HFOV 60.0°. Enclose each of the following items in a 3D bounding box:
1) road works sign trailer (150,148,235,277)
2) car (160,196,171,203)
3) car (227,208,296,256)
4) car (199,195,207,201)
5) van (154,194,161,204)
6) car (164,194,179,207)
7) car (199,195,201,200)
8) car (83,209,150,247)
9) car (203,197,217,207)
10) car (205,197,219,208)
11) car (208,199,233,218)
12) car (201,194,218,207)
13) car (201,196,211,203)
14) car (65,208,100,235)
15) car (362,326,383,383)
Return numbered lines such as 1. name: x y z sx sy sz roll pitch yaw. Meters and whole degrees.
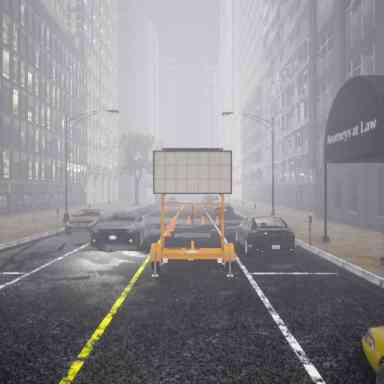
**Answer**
1. road works sign trailer: 0.019 0.463 10.228 2.380 3.560 2.880 0 0 0
2. car: -5.544 1.514 69.938 2.008 1.369 4.403 0 0 0
3. car: 2.712 1.549 12.935 2.008 1.369 4.403 0 0 0
4. car: 2.875 1.466 87.183 1.752 1.417 4.829 0 0 0
5. van: -5.570 1.315 58.544 1.690 1.788 3.998 0 0 0
6. car: -2.893 1.486 50.215 1.837 1.490 4.892 0 0 0
7. car: 2.810 1.289 58.521 2.192 1.841 5.009 0 0 0
8. car: -3.070 1.561 14.823 1.994 1.385 4.181 0 0 0
9. car: 2.799 1.524 52.822 1.887 1.381 4.507 0 0 0
10. car: 2.762 1.535 35.728 1.887 1.381 4.507 0 0 0
11. car: 2.749 1.559 30.030 1.947 1.339 4.313 0 0 0
12. car: 2.786 1.299 47.124 2.192 1.841 5.009 0 0 0
13. car: 2.836 1.508 69.917 1.887 1.381 4.507 0 0 0
14. car: -5.656 1.579 18.658 1.802 1.307 4.206 0 0 0
15. car: 2.687 1.525 1.711 1.752 1.417 4.829 0 0 0
